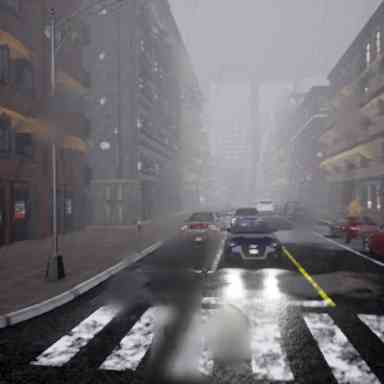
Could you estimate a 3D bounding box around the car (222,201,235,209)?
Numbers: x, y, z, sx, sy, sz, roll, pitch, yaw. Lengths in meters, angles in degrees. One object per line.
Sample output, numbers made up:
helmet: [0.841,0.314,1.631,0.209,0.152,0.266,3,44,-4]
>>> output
car: [6.182,2.589,56.761,1.967,1.590,4.097,-2,-1,8]

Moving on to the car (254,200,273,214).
car: [10.124,2.081,46.148,2.150,2.045,5.566,-1,-1,9]

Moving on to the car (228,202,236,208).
car: [10.152,3.201,84.042,1.752,1.417,4.829,-2,-1,8]

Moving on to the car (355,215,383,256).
car: [7.603,1.591,11.728,1.967,1.590,4.097,-2,-1,8]

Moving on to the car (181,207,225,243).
car: [0.593,1.840,18.328,1.967,1.590,4.097,-2,-1,8]

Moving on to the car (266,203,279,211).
car: [14.784,2.679,61.138,1.947,1.339,4.313,-2,-1,8]

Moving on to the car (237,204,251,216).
car: [6.976,2.397,44.522,1.812,1.442,4.674,-1,-1,9]

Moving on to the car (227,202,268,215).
car: [3.620,1.784,21.948,2.097,1.767,4.553,-1,-1,8]

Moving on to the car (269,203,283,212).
car: [13.986,2.589,55.647,1.802,1.307,4.206,-2,-1,8]

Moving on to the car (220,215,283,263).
car: [2.320,1.821,12.969,1.994,1.385,4.181,-1,-1,8]

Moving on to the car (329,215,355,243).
car: [8.402,1.840,17.215,1.802,1.307,4.206,-2,-1,8]

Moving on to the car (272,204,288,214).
car: [13.188,2.482,50.157,1.802,1.307,4.206,-2,-1,8]

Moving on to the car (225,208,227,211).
car: [1.395,2.089,23.816,1.802,1.307,4.206,-2,-1,8]

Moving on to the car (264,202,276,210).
car: [15.582,2.770,66.628,2.008,1.369,4.403,-2,-1,8]

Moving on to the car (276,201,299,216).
car: [11.583,2.002,39.183,2.192,1.841,5.009,-2,-1,8]

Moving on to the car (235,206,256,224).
car: [5.040,2.127,31.641,1.837,1.490,4.892,-1,-1,8]

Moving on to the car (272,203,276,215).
car: [12.388,2.344,44.667,2.008,1.369,4.403,-2,-1,8]

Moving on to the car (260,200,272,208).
car: [17.172,2.747,77.615,2.192,1.841,5.009,-2,-1,8]

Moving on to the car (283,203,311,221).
car: [10.792,2.145,33.687,1.947,1.339,4.313,-2,-1,8]
